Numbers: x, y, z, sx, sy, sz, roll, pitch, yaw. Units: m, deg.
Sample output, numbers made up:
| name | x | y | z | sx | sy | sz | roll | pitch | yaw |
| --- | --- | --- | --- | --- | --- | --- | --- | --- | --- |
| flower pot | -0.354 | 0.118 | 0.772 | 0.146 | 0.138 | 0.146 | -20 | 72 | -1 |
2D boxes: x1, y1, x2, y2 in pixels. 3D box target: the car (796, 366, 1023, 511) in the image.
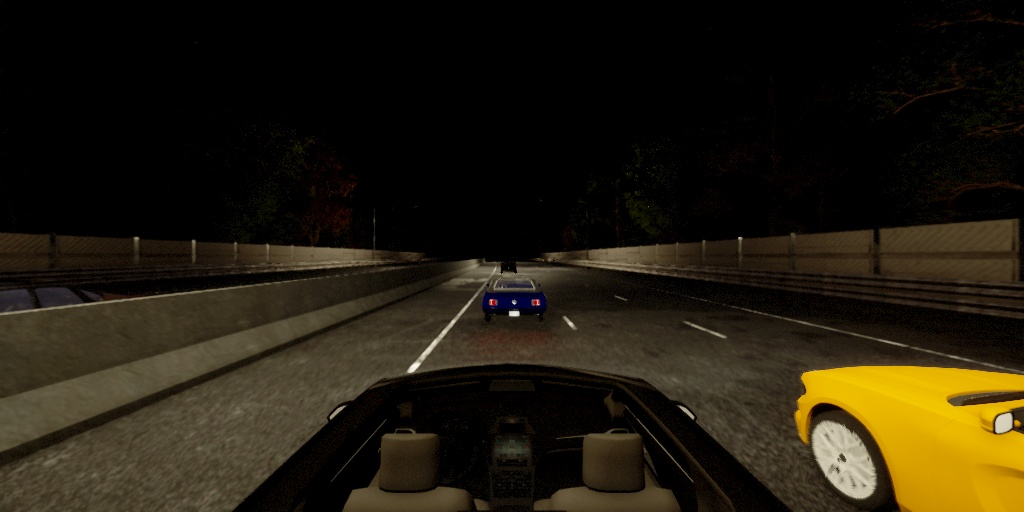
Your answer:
| name | x | y | z | sx | sy | sz | roll | pitch | yaw |
| --- | --- | --- | --- | --- | --- | --- | --- | --- | --- |
| car | 3.593 | 1.227 | 1.296 | 1.882 | 1.535 | 5.008 | 0 | 0 | 0 |

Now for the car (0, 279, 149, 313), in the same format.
| name | x | y | z | sx | sy | sz | roll | pitch | yaw |
| --- | --- | --- | --- | --- | --- | --- | --- | --- | --- |
| car | -10.615 | 1.301 | 7.311 | 2.033 | 1.411 | 5.357 | 0 | 0 | 0 |

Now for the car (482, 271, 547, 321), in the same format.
| name | x | y | z | sx | sy | sz | roll | pitch | yaw |
| --- | --- | --- | --- | --- | --- | --- | --- | --- | --- |
| car | 0.058 | 1.355 | 12.421 | 1.895 | 1.301 | 4.718 | 0 | 0 | 0 |

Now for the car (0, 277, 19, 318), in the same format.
| name | x | y | z | sx | sy | sz | roll | pitch | yaw |
| --- | --- | --- | --- | --- | --- | --- | --- | --- | --- |
| car | -17.627 | 1.357 | 9.782 | 1.895 | 1.301 | 4.718 | 0 | 0 | 0 |

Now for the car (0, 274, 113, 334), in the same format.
| name | x | y | z | sx | sy | sz | roll | pitch | yaw |
| --- | --- | --- | --- | --- | --- | --- | --- | --- | --- |
| car | -14.122 | 1.302 | 9.100 | 2.033 | 1.411 | 5.357 | 0 | 0 | 0 |

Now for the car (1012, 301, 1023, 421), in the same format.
| name | x | y | z | sx | sy | sz | roll | pitch | yaw |
| --- | --- | --- | --- | --- | --- | --- | --- | --- | --- |
| car | 7.092 | 1.274 | 2.094 | 1.812 | 1.442 | 4.674 | 0 | 0 | 0 |

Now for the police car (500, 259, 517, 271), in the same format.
| name | x | y | z | sx | sy | sz | roll | pitch | yaw |
| --- | --- | --- | --- | --- | --- | --- | --- | --- | --- |
| police car | -0.428 | 1.191 | 44.137 | 1.930 | 1.638 | 5.238 | 0 | 0 | -1 |
